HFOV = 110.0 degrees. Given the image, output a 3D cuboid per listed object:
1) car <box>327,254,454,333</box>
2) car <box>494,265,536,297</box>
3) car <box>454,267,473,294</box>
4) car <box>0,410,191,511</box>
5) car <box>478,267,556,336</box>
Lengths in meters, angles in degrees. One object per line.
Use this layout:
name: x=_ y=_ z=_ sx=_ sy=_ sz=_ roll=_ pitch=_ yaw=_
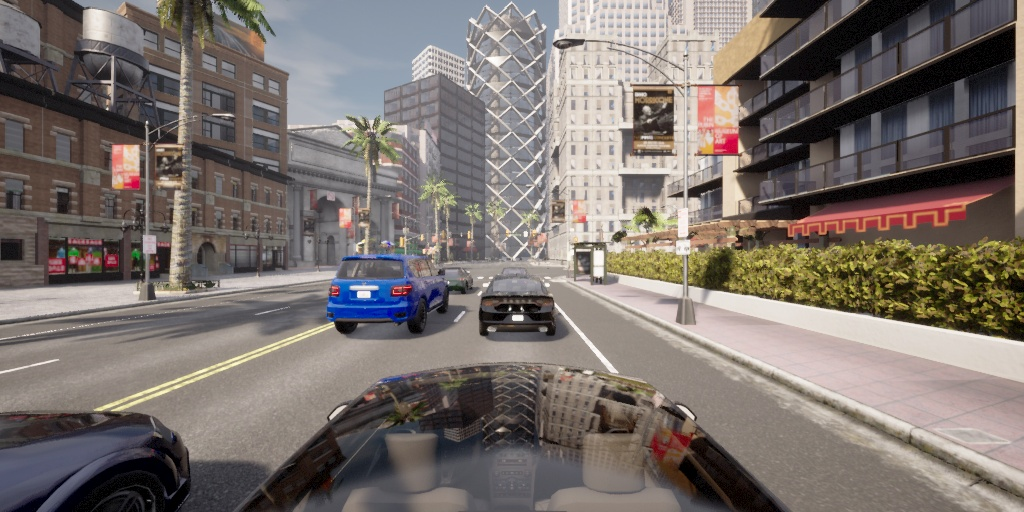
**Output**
car: x=-3.376 y=0.971 z=10.876 sx=2.150 sy=2.045 sz=5.566 roll=0 pitch=0 yaw=0
car: x=0.144 y=1.297 z=20.061 sx=2.033 sy=1.411 sz=5.357 roll=0 pitch=0 yaw=0
car: x=-3.350 y=1.314 z=20.235 sx=1.994 sy=1.385 sz=4.181 roll=0 pitch=0 yaw=0
car: x=-3.341 y=1.314 z=0.867 sx=1.994 sy=1.385 sz=4.181 roll=0 pitch=0 yaw=0
car: x=0.131 y=1.228 z=10.471 sx=1.882 sy=1.535 sz=5.008 roll=0 pitch=0 yaw=0
